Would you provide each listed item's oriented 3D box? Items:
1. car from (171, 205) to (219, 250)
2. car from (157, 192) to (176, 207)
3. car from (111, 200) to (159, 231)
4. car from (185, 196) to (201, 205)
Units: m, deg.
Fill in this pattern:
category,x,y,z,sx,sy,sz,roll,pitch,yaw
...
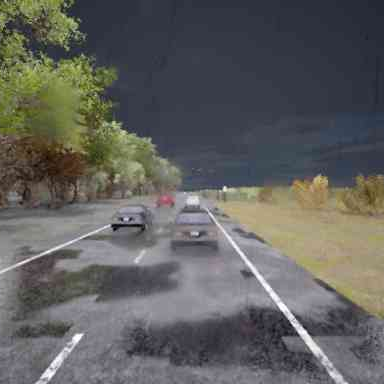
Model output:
category,x,y,z,sx,sy,sz,roll,pitch,yaw
car,0.093,1.478,13.990,2.033,1.411,5.357,0,0,0
car,-3.420,0.992,44.228,2.150,2.045,5.566,0,0,0
car,-3.408,1.449,19.734,2.033,1.411,5.357,0,0,0
car,0.071,1.297,44.281,1.812,1.442,4.674,0,0,0
